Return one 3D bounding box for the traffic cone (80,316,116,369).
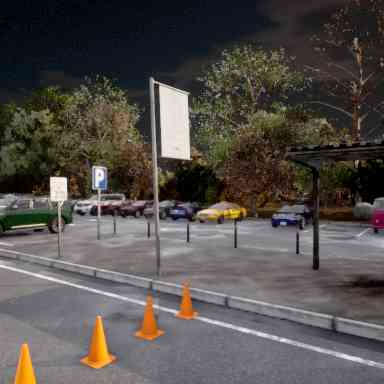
[{"bbox_3d":[-1.248,1.957,4.443,0.340,0.580,0.340,0,0,35],"label":"traffic cone"}]

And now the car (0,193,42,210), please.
[{"bbox_3d":[-22.604,1.153,42.889,2.435,2.045,5.566,0,0,35],"label":"car"}]

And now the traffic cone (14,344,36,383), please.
[{"bbox_3d":[-1.823,1.957,3.626,0.340,0.580,0.340,0,0,35],"label":"traffic cone"}]

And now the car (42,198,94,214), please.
[{"bbox_3d":[-13.503,1.454,36.525,2.097,1.535,5.008,0,0,35],"label":"car"}]

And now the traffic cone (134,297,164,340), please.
[{"bbox_3d":[-0.673,1.957,5.259,0.340,0.580,0.340,0,0,35],"label":"traffic cone"}]

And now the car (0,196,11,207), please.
[{"bbox_3d":[-29.296,1.332,47.852,1.946,1.575,5.366,1,0,35],"label":"car"}]

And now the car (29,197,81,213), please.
[{"bbox_3d":[-15.666,1.443,38.277,1.946,1.575,5.366,0,0,35],"label":"car"}]

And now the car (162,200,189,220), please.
[{"bbox_3d":[0.146,1.504,26.980,2.163,1.488,4.792,0,0,35],"label":"car"}]

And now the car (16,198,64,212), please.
[{"bbox_3d":[-18.058,1.468,39.695,2.163,1.488,4.792,0,0,35],"label":"car"}]

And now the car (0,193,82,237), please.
[{"bbox_3d":[-8.964,1.220,17.325,2.435,2.045,5.566,0,0,35],"label":"car"}]

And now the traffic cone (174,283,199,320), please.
[{"bbox_3d":[-0.099,1.957,6.075,0.340,0.580,0.340,0,0,36],"label":"traffic cone"}]

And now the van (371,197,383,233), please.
[{"bbox_3d":[11.552,1.264,19.075,1.878,1.987,4.442,0,0,35],"label":"van"}]

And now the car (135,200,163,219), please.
[{"bbox_3d":[-2.138,1.473,28.557,2.231,1.521,4.892,0,0,35],"label":"car"}]

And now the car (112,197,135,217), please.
[{"bbox_3d":[-4.410,1.469,30.151,2.097,1.535,5.008,0,0,35],"label":"car"}]

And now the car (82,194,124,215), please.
[{"bbox_3d":[-8.973,1.211,33.314,2.435,2.045,5.566,0,0,35],"label":"car"}]

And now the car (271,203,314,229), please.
[{"bbox_3d":[6.927,1.513,22.146,2.163,1.488,4.792,0,0,35],"label":"car"}]

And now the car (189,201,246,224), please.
[{"bbox_3d":[2.293,1.474,25.209,1.946,1.575,5.366,0,0,35],"label":"car"}]

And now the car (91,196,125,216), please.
[{"bbox_3d":[-6.682,1.466,31.747,2.097,1.535,5.008,0,0,35],"label":"car"}]

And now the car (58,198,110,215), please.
[{"bbox_3d":[-11.230,1.461,34.928,2.231,1.521,4.892,0,0,35],"label":"car"}]

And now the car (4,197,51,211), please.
[{"bbox_3d":[-20.302,1.451,41.342,2.163,1.488,4.792,0,0,35],"label":"car"}]
